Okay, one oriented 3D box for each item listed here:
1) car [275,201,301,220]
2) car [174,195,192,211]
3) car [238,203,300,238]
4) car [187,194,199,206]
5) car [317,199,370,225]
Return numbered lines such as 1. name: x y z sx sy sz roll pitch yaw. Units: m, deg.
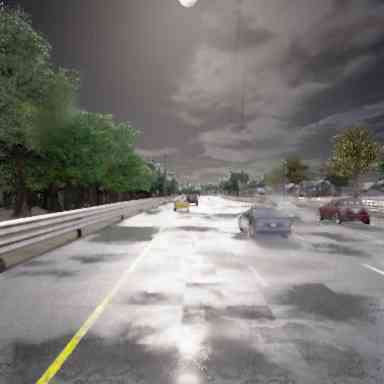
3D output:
1. car: 7.096 1.462 26.029 1.812 1.442 4.674 0 0 0
2. car: -1.232 1.444 40.387 1.801 1.575 5.366 0 0 0
3. car: 3.597 1.503 17.172 2.033 1.411 5.357 0 0 0
4. car: -0.009 1.362 58.919 2.150 2.045 5.566 0 -1 0
5. car: 10.595 1.291 23.622 2.097 1.767 4.553 0 0 0
